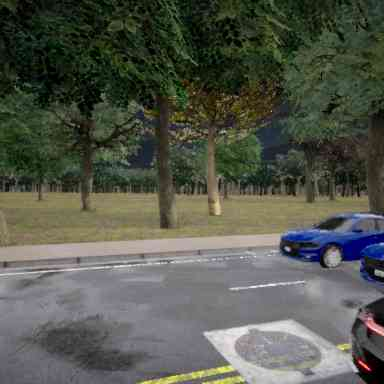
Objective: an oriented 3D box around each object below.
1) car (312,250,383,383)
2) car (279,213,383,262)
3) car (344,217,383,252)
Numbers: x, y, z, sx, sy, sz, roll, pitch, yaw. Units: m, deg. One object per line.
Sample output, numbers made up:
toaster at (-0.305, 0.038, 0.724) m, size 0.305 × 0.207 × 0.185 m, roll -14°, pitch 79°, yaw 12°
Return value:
car at (4.026, 1.491, 3.503) m, size 4.902 × 1.511 × 2.128 m, roll 0°, pitch 0°, yaw -19°
car at (5.296, 1.478, 11.040) m, size 5.008 × 1.535 × 1.882 m, roll 0°, pitch 0°, yaw -19°
car at (6.405, 1.478, 7.984) m, size 5.008 × 1.535 × 1.882 m, roll 0°, pitch 0°, yaw -19°
